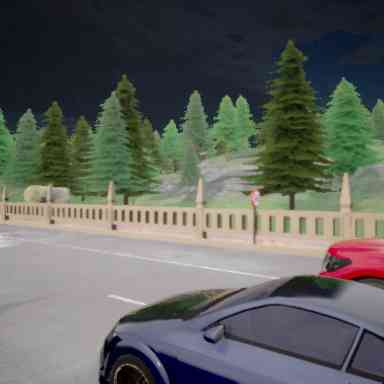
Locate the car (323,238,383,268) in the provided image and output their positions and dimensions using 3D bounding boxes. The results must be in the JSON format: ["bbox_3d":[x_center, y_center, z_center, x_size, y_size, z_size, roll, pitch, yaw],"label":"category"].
[{"bbox_3d":[4.789,1.225,4.880,5.566,2.045,2.150,0,0,35],"label":"car"}]

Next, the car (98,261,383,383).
[{"bbox_3d":[1.016,1.572,3.271,4.181,1.385,1.994,0,0,36],"label":"car"}]
